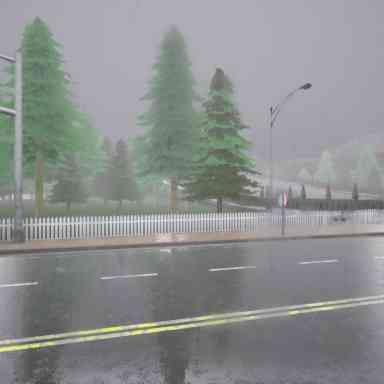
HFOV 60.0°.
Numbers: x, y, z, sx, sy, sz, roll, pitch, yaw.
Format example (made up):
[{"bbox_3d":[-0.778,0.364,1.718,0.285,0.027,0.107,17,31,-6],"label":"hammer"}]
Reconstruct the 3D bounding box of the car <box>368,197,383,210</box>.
[{"bbox_3d":[19.902,1.349,33.285,2.097,1.767,4.553,0,0,-19],"label":"car"}]

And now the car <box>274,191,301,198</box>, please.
[{"bbox_3d":[14.221,1.155,49.519,2.033,1.411,5.357,0,3,-19],"label":"car"}]

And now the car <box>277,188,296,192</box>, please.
[{"bbox_3d":[16.040,0.523,54.982,2.150,2.045,5.566,0,5,-18],"label":"car"}]
